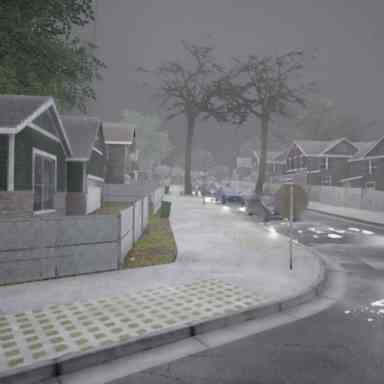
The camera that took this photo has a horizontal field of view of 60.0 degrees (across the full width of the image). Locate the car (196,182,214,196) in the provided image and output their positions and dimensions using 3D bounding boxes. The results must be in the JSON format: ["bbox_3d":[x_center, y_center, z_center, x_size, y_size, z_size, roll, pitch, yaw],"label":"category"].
[{"bbox_3d":[2.180,-0.268,41.626,2.128,1.511,4.902,1,3,-6],"label":"car"}]

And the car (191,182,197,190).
[{"bbox_3d":[0.581,-0.997,57.495,2.128,1.511,4.902,1,2,-6],"label":"car"}]

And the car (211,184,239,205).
[{"bbox_3d":[3.366,0.264,30.382,1.882,1.535,5.008,1,3,-6],"label":"car"}]

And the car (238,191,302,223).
[{"bbox_3d":[4.525,0.863,19.476,2.033,1.411,5.357,1,3,-6],"label":"car"}]
